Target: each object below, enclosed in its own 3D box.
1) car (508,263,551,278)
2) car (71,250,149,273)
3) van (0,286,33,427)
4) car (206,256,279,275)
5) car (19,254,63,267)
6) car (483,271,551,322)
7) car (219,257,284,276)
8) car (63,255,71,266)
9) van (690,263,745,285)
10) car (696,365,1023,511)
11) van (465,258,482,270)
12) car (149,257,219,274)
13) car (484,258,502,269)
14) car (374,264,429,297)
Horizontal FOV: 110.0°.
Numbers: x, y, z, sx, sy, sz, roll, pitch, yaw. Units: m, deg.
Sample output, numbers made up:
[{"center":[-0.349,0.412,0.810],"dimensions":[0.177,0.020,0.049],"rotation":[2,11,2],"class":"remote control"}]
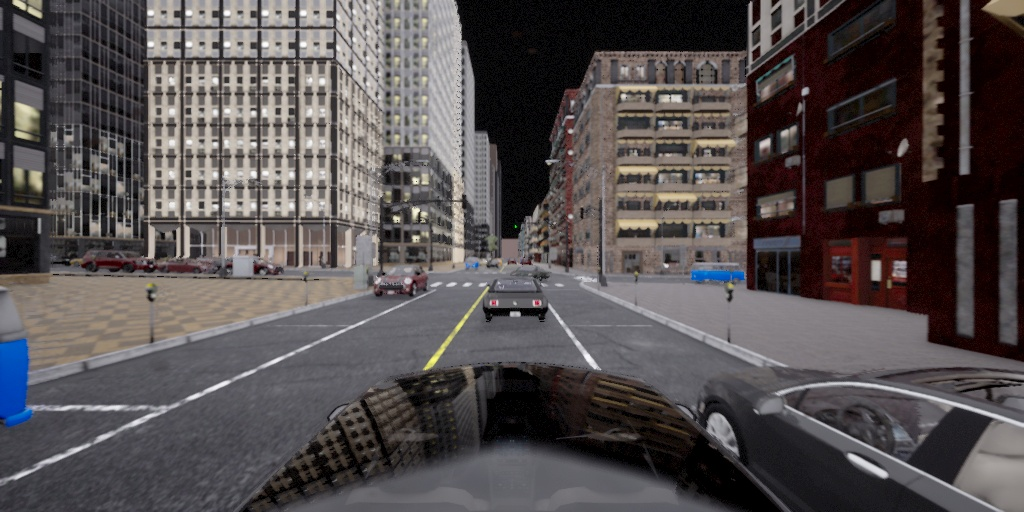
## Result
[{"center":[1.566,1.417,27.687],"dimensions":[1.895,1.301,4.718],"rotation":[1,-1,21],"class":"car"},{"center":[-32.300,0.490,29.572],"dimensions":[5.009,1.841,2.192],"rotation":[0,0,0],"class":"car"},{"center":[-5.690,1.091,1.889],"dimensions":[1.690,1.789,3.998],"rotation":[0,0,0],"class":"van"},{"center":[-24.059,0.823,32.182],"dimensions":[4.902,1.511,2.128],"rotation":[1,0,0],"class":"car"},{"center":[-49.112,0.409,37.913],"dimensions":[4.313,1.339,1.948],"rotation":[0,0,0],"class":"car"},{"center":[0.098,1.355,12.309],"dimensions":[1.895,1.301,4.718],"rotation":[0,0,0],"class":"car"},{"center":[-21.152,0.830,29.599],"dimensions":[4.097,1.591,1.967],"rotation":[0,0,0],"class":"car"},{"center":[-43.706,0.476,37.926],"dimensions":[4.829,1.417,1.751],"rotation":[0,0,0],"class":"car"},{"center":[16.907,1.466,29.555],"dimensions":[3.998,1.789,1.690],"rotation":[0,0,0],"class":"van"},{"center":[2.690,1.301,1.890],"dimensions":[2.007,1.370,4.403],"rotation":[0,0,0],"class":"car"},{"center":[-5.699,1.120,51.308],"dimensions":[1.690,1.789,3.998],"rotation":[0,0,0],"class":"van"},{"center":[-26.726,0.865,29.586],"dimensions":[4.207,1.307,1.802],"rotation":[0,0,0],"class":"car"},{"center":[-3.062,1.290,57.788],"dimensions":[1.837,1.490,4.892],"rotation":[0,0,0],"class":"car"},{"center":[-5.694,1.197,18.835],"dimensions":[1.967,1.591,4.097],"rotation":[0,0,0],"class":"car"}]
